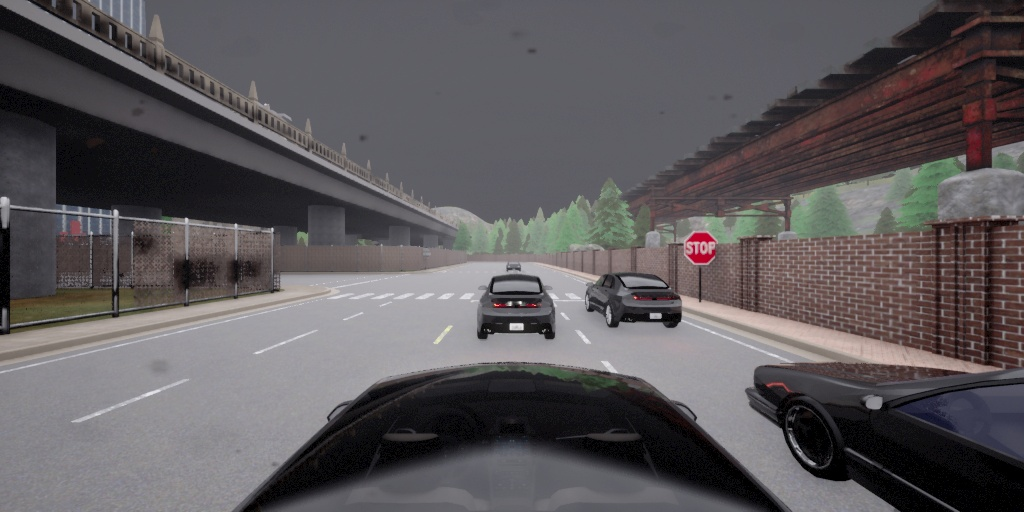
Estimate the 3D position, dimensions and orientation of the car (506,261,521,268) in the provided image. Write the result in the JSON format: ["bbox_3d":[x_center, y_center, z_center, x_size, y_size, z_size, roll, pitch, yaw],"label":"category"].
[{"bbox_3d":[0.196,1.351,46.310,1.895,1.301,4.718,0,0,-1],"label":"car"}]

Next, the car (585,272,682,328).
[{"bbox_3d":[3.603,1.255,11.386,1.837,1.490,4.892,0,0,0],"label":"car"}]

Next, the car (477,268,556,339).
[{"bbox_3d":[0.101,1.255,10.028,1.837,1.490,4.892,0,0,0],"label":"car"}]

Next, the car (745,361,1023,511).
[{"bbox_3d":[3.600,1.297,1.640,2.033,1.411,5.357,0,0,0],"label":"car"}]
